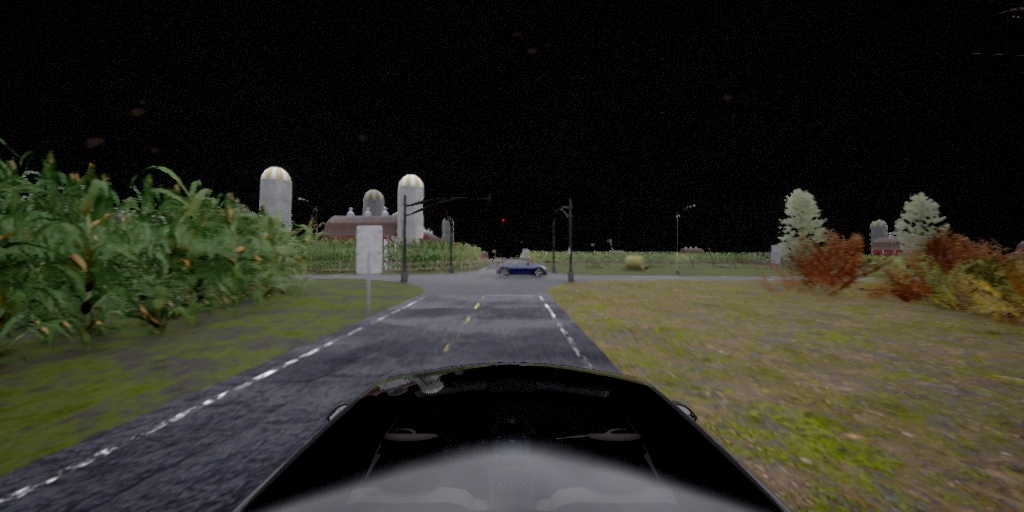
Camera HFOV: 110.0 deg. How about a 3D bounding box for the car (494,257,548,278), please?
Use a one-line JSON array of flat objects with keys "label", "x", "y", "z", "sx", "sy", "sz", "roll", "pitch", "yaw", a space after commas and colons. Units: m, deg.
[{"label": "car", "x": 0.876, "y": 0.988, "z": 32.108, "sx": 4.553, "sy": 1.767, "sz": 2.097, "roll": 0, "pitch": 0, "yaw": -4}]
